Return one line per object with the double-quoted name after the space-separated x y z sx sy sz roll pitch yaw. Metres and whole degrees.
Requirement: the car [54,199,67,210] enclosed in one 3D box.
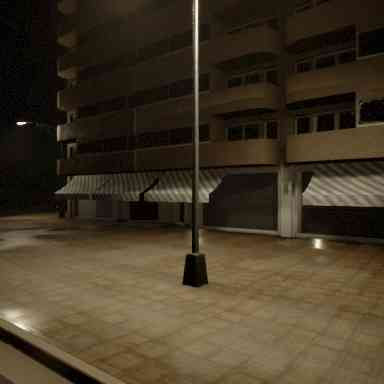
-15.378 1.525 42.205 1.812 1.442 4.674 0 0 21 "car"
